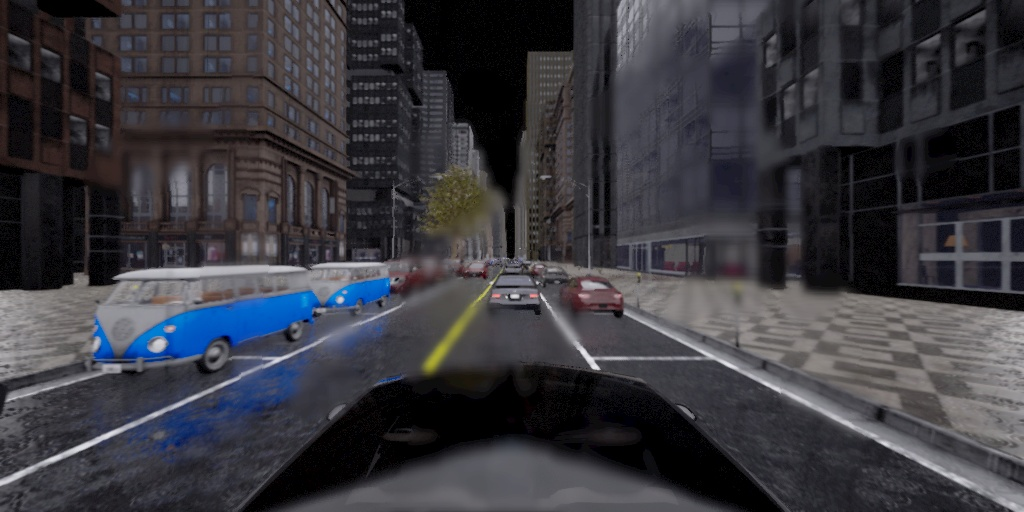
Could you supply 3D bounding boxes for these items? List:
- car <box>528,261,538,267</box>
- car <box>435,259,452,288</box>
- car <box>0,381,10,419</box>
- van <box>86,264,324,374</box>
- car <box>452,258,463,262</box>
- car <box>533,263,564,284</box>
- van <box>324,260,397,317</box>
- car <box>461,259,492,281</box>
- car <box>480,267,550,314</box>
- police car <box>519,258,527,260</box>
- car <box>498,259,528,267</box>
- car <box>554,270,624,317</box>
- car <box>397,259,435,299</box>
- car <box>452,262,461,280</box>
[{"bbox_3d":[2.768,1.430,35.658,1.802,1.307,4.207,0,0,0],"label":"car"},{"bbox_3d":[-5.759,1.130,24.297,2.192,1.841,5.009,0,0,0],"label":"car"},{"bbox_3d":[-5.763,1.300,1.588,2.007,1.370,4.403,0,0,0],"label":"car"},{"bbox_3d":[-5.762,1.107,7.265,1.690,1.789,3.998,0,0,0],"label":"van"},{"bbox_3d":[-5.757,1.164,35.652,2.192,1.841,5.009,0,0,0],"label":"car"},{"bbox_3d":[2.766,1.365,24.303,2.007,1.370,4.403,0,0,0],"label":"car"},{"bbox_3d":[-5.761,1.123,12.942,1.690,1.789,3.998,0,0,0],"label":"van"},{"bbox_3d":[-3.094,1.315,31.924,1.882,1.535,5.008,0,0,0],"label":"car"},{"bbox_3d":[0.098,1.332,13.840,2.033,1.411,5.357,0,0,0],"label":"car"},{"bbox_3d":[2.374,1.331,53.859,1.930,1.638,5.238,0,0,0],"label":"police car"},{"bbox_3d":[0.102,1.334,33.684,2.128,1.511,4.902,0,0,0],"label":"car"},{"bbox_3d":[2.764,1.364,12.948,1.802,1.307,4.207,0,0,0],"label":"car"},{"bbox_3d":[-5.760,1.114,18.620,2.192,1.841,5.009,0,0,0],"label":"car"},{"bbox_3d":[-5.758,1.398,29.975,1.948,1.339,4.313,0,0,0],"label":"car"}]
